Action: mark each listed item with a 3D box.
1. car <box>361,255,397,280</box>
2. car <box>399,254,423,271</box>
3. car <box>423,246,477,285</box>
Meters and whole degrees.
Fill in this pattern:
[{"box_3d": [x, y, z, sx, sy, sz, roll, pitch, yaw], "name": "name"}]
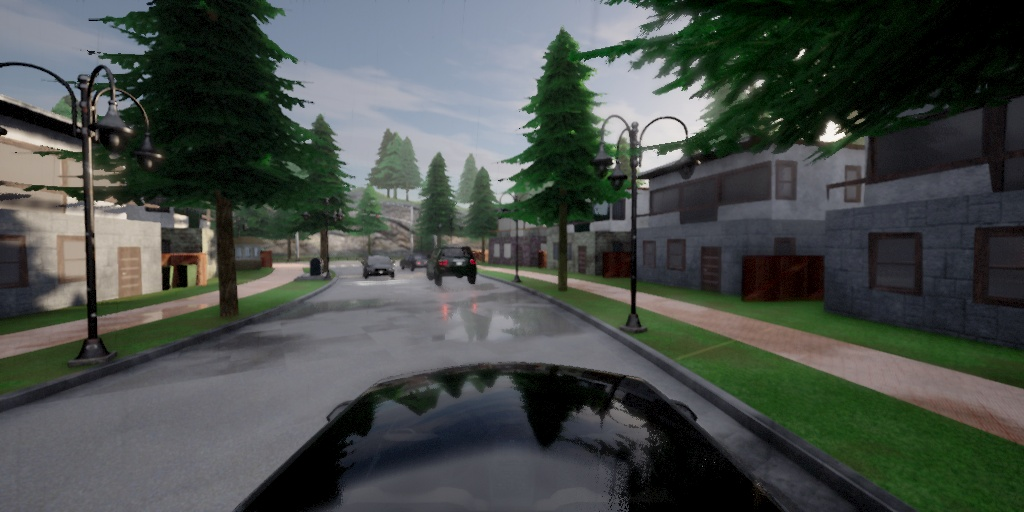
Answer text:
[{"box_3d": [-9.019, 0.691, 24.162, 1.837, 1.490, 4.892, 0, 1, -25], "name": "car"}, {"box_3d": [-8.354, 0.548, 31.448, 2.033, 1.411, 5.357, -1, 2, -32], "name": "car"}, {"box_3d": [-3.601, 0.480, 20.756, 2.150, 2.045, 5.566, -1, 0, -20], "name": "car"}]
